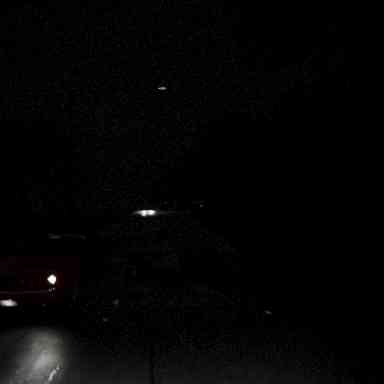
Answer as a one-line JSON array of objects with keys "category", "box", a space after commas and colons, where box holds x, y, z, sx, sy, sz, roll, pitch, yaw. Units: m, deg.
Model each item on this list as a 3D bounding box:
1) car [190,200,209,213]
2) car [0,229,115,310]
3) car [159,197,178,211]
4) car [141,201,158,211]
[{"category": "car", "box": [0.882, 1.721, 41.538, 2.163, 1.488, 4.792, 0, -1, -6]}, {"category": "car", "box": [-3.238, 1.628, 7.976, 1.895, 1.301, 4.718, 0, 0, -1]}, {"category": "car", "box": [-3.475, 1.823, 51.602, 2.150, 2.045, 5.566, 0, -1, -8]}, {"category": "car", "box": [-6.817, 2.113, 51.765, 2.128, 1.511, 4.902, 0, -2, -8]}]
